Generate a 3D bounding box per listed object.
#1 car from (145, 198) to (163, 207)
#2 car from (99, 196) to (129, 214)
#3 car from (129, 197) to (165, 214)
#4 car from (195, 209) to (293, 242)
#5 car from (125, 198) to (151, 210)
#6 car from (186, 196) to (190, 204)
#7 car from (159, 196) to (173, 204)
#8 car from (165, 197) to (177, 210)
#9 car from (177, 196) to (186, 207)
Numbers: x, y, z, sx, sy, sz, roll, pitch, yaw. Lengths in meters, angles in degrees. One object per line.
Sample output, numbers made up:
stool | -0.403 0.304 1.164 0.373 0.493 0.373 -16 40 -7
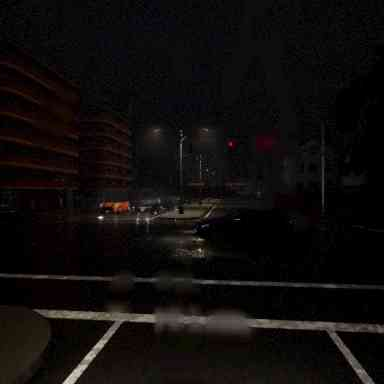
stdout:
car | -6.106 1.615 53.931 1.895 1.301 4.718 0 0 6
car | -8.093 1.361 34.983 2.097 1.767 4.553 0 0 6
car | -4.578 1.501 34.910 2.128 1.511 4.902 0 0 6
car | 2.475 1.530 15.963 4.674 1.442 1.812 0 0 -9
car | -7.105 1.557 44.401 2.033 1.411 5.357 0 0 6
car | -1.527 1.522 63.819 1.837 1.490 4.892 0 0 7
car | -4.985 1.581 64.439 1.994 1.385 4.181 0 0 6
car | -3.619 1.612 44.120 1.895 1.301 4.718 0 0 6
car | -2.666 1.506 53.165 2.128 1.511 4.902 0 0 6
